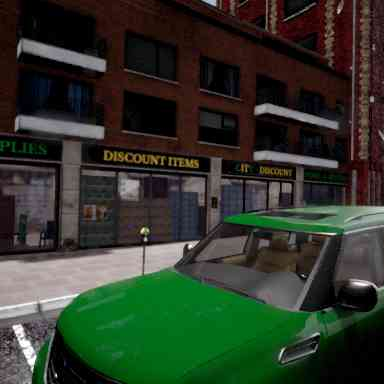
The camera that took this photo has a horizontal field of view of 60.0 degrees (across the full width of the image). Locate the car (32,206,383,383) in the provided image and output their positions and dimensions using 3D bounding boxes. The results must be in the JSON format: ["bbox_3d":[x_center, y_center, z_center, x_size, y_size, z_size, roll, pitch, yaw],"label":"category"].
[{"bbox_3d":[1.258,1.224,3.839,5.566,2.045,2.150,0,0,-35],"label":"car"}]
